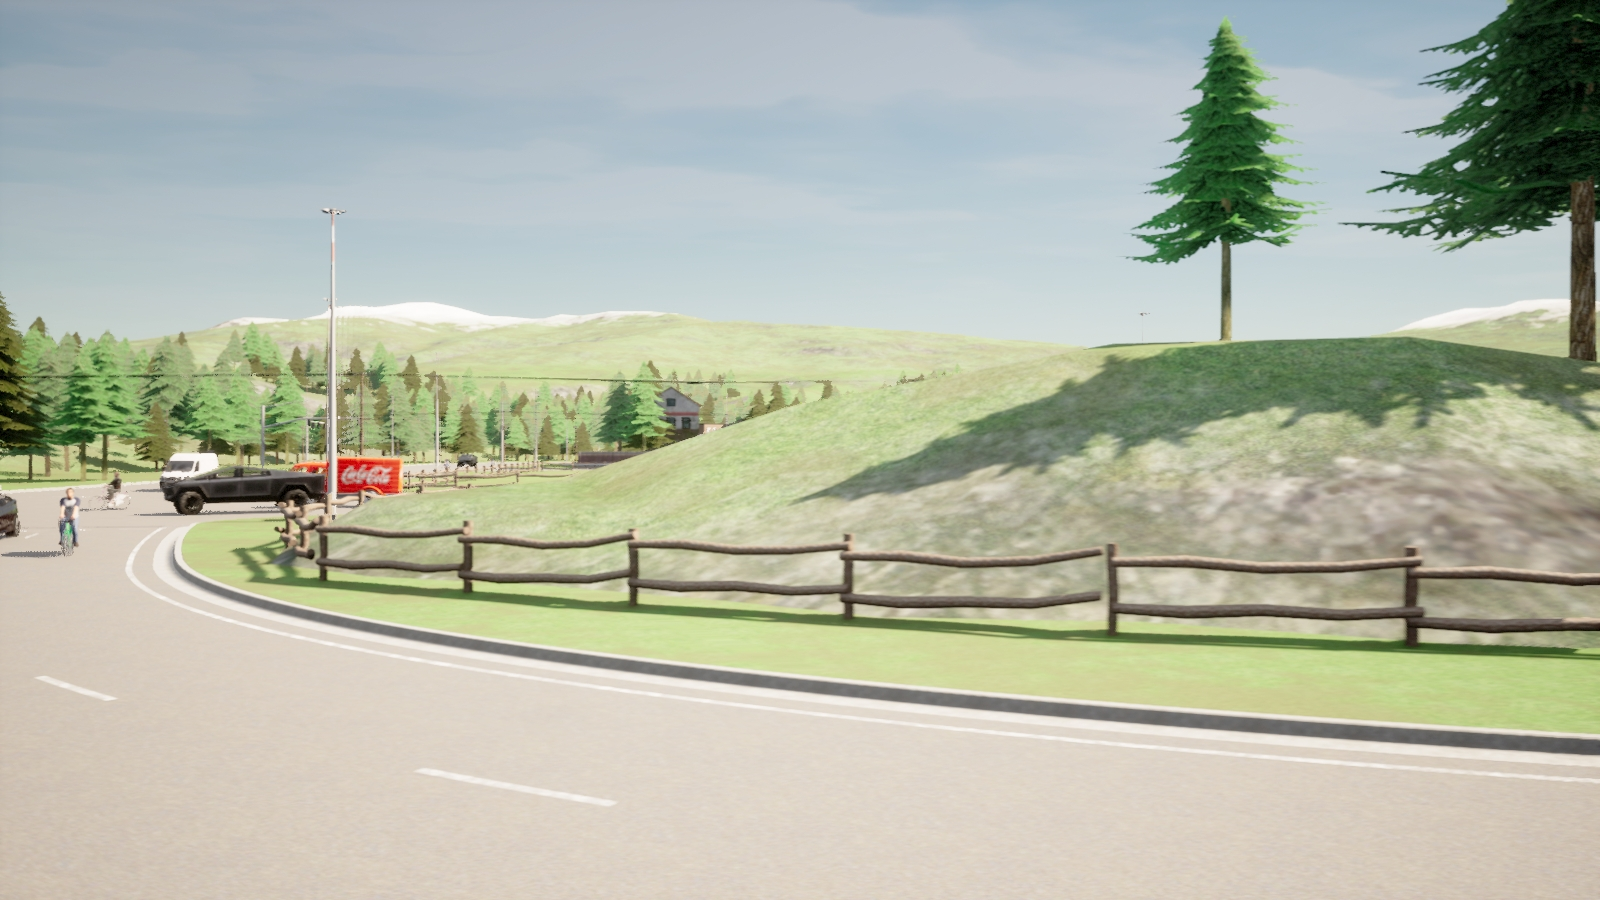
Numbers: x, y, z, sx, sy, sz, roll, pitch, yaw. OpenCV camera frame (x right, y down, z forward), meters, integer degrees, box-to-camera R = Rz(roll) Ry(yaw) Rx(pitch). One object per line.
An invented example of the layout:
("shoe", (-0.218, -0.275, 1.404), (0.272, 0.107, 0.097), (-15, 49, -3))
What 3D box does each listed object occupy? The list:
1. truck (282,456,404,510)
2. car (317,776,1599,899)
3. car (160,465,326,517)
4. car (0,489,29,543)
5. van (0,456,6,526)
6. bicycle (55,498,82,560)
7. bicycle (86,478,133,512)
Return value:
("truck", (-22.223, 1.578, 55.803), (5.204, 2.467, 2.627), (2, -1, -15))
("car", (1.077, 2.034, 2.613), (5.006, 1.535, 2.097), (0, 0, 19))
("car", (-24.498, 1.740, 50.365), (6.274, 2.098, 2.390), (0, 0, -34))
("car", (-25.187, 2.026, 34.657), (2.007, 1.525, 4.514), (0, 0, -21))
("van", (-30.135, 1.518, 39.573), (1.988, 2.561, 5.915), (0, 0, -10))
("bicycle", (-19.122, 2.045, 29.877), (0.373, 1.496, 1.643), (0, 0, -25))
("bicycle", (-31.626, 2.043, 52.337), (0.329, 1.471, 1.835), (4, 2, 31))
